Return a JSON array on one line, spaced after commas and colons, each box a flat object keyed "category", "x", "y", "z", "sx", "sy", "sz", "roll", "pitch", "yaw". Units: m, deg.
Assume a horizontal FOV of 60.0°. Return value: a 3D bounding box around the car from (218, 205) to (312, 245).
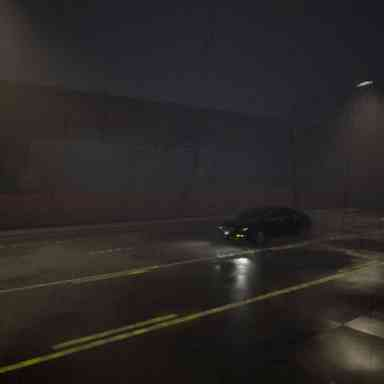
[{"category": "car", "x": 3.382, "y": 1.396, "z": 14.989, "sx": 4.892, "sy": 1.490, "sz": 1.837, "roll": -1, "pitch": 1, "yaw": -35}]
